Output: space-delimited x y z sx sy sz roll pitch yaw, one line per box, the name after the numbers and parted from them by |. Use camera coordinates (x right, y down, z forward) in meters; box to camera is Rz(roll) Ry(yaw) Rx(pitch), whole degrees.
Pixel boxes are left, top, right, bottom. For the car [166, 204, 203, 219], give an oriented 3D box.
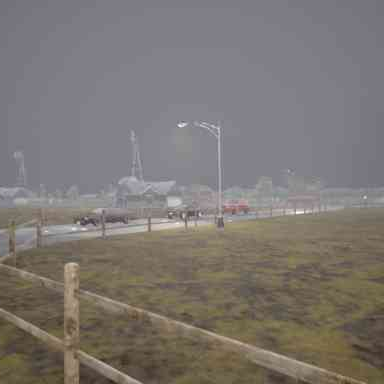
-0.680 2.013 34.755 1.837 1.490 4.892 -2 -2 36 | car

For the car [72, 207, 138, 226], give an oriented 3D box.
-6.700 1.884 26.339 2.033 1.411 5.357 -2 -2 36 | car

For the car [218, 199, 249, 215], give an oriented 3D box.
5.512 1.913 43.417 2.150 2.045 5.566 -2 -2 36 | car
